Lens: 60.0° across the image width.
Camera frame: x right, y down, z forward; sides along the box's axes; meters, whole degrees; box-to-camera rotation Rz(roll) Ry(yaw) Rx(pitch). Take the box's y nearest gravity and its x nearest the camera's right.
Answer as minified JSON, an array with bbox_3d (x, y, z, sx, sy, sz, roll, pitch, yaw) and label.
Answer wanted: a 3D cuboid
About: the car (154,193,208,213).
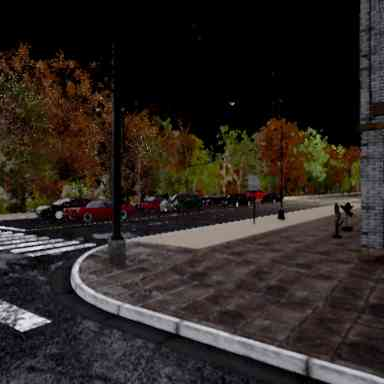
[{"bbox_3d":[-0.896,0.905,29.815,2.097,1.767,4.553,0,1,36],"label":"car"}]

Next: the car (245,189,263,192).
[{"bbox_3d":[8.739,0.577,48.312,2.150,2.045,5.566,0,1,37],"label":"car"}]

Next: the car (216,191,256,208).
[{"bbox_3d":[5.077,0.959,37.923,1.837,1.490,4.892,0,1,36],"label":"car"}]

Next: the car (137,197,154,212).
[{"bbox_3d":[-3.641,1.122,31.567,1.994,1.385,4.181,0,1,36],"label":"car"}]

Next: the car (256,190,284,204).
[{"bbox_3d":[11.139,0.860,46.096,1.837,1.490,4.892,0,1,37],"label":"car"}]

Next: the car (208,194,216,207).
[{"bbox_3d":[2.541,0.948,39.962,2.128,1.511,4.902,0,1,36],"label":"car"}]

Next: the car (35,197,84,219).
[{"bbox_3d":[-8.920,1.150,24.394,1.837,1.490,4.892,0,1,36],"label":"car"}]

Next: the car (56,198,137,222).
[{"bbox_3d":[-6.292,1.242,22.477,1.895,1.301,4.718,0,1,36],"label":"car"}]
